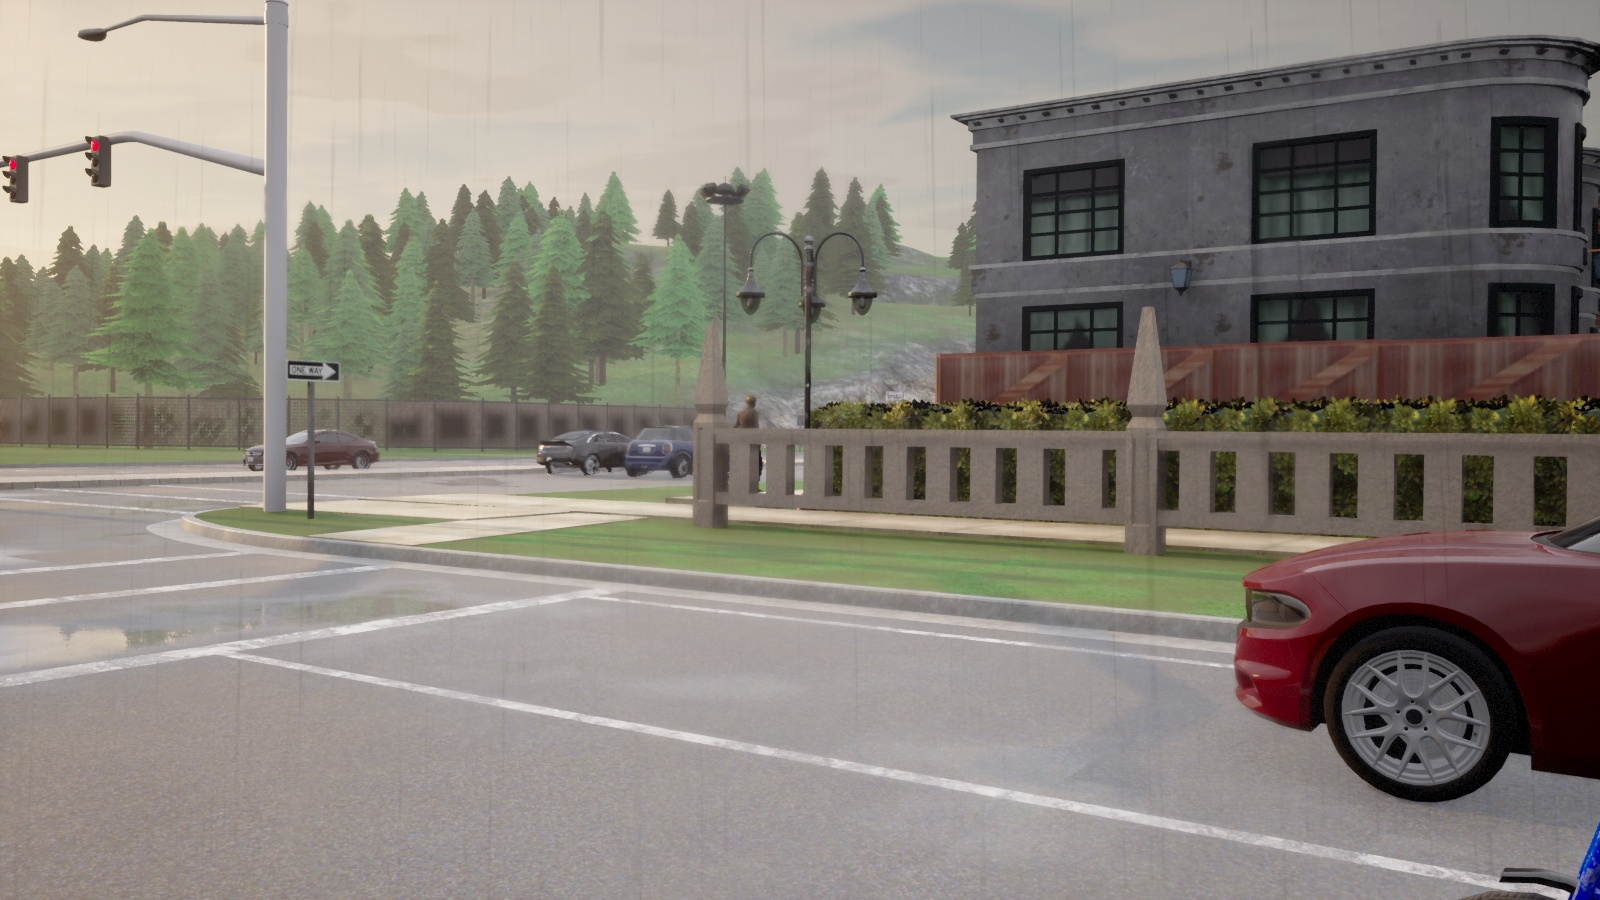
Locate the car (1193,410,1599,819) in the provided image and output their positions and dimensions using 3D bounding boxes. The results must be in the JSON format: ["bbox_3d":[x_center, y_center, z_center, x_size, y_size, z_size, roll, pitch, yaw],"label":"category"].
[{"bbox_3d":[4.344,0.602,4.940,5.008,1.535,1.882,0,1,34],"label":"car"}]

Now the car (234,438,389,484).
[{"bbox_3d":[-16.435,0.326,42.475,1.812,1.442,4.674,0,1,34],"label":"car"}]

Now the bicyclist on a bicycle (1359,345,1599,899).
[{"bbox_3d":[1.935,0.618,2.330,1.509,1.612,0.866,0,1,34],"label":"bicyclist on a bicycle"}]

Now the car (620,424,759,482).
[{"bbox_3d":[-3.530,0.062,41.008,2.097,1.767,4.553,0,1,34],"label":"car"}]

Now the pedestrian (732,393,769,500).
[{"bbox_3d":[-0.869,-0.063,22.060,0.331,1.846,0.634,0,1,30],"label":"pedestrian"}]

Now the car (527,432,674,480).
[{"bbox_3d":[-6.687,0.167,42.589,2.128,1.511,4.902,0,1,34],"label":"car"}]
